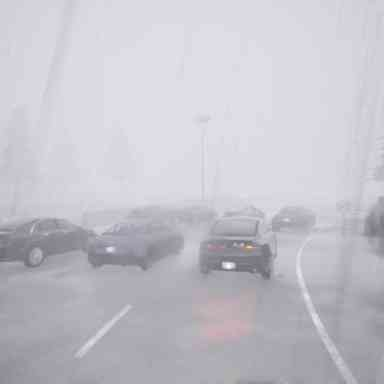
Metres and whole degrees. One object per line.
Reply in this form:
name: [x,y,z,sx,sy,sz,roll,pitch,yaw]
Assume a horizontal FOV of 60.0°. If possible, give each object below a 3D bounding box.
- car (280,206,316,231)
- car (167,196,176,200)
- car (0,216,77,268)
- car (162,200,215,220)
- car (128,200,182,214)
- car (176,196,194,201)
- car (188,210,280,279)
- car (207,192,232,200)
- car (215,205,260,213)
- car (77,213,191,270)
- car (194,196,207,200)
car: [6.520,1.570,21.058,1.994,1.385,4.181,-1,0,30]
car: [-3.481,1.578,66.810,1.812,1.442,4.674,-1,1,30]
car: [-5.248,1.611,11.806,1.837,1.490,4.892,-1,-2,16]
car: [0.164,1.633,24.054,1.837,1.490,4.892,-1,0,30]
car: [-2.925,1.693,25.698,1.837,1.490,4.892,-1,0,30]
car: [-0.352,1.536,65.235,2.033,1.411,5.357,-1,1,31]
car: [1.556,1.509,10.180,1.837,1.490,4.892,-1,-1,17]
car: [5.408,1.104,61.293,2.150,2.045,5.566,-1,1,31]
car: [3.619,1.588,23.035,1.812,1.442,4.674,-1,0,30]
car: [-1.715,1.622,11.387,1.994,1.385,4.181,-1,-1,17]
car: [2.776,1.489,63.687,1.994,1.385,4.181,-1,1,31]
